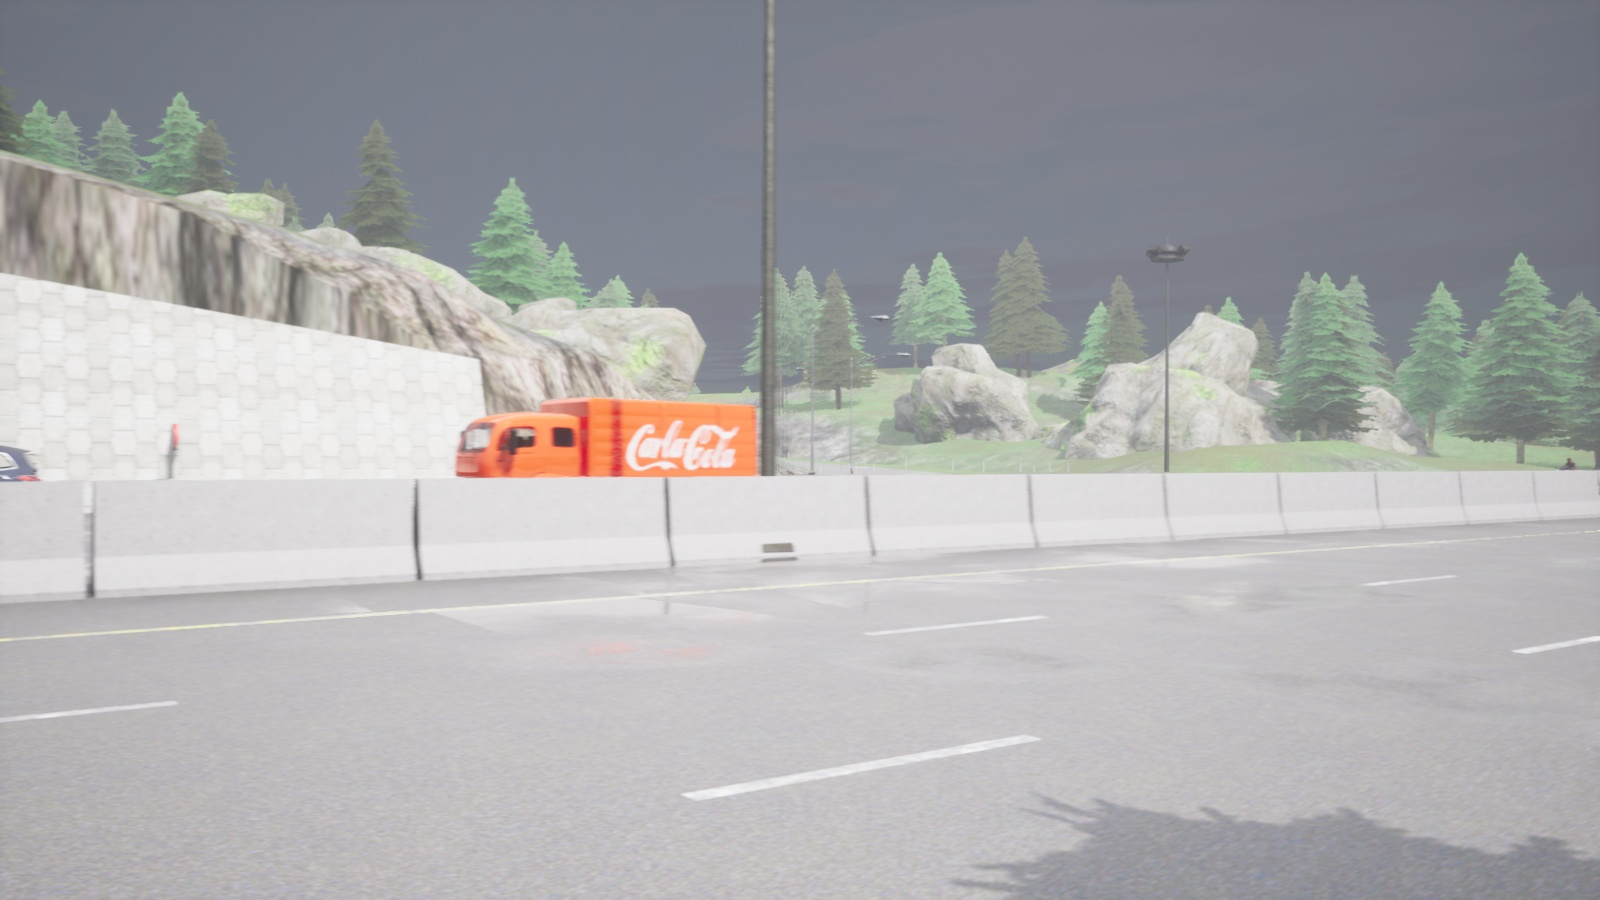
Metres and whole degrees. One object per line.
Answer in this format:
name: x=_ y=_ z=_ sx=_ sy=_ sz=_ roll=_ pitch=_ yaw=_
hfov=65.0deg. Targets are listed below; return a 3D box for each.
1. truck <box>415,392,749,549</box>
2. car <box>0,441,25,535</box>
truck: x=-3.819 y=0.347 z=22.323 sx=5.204 sy=2.467 sz=2.627 roll=0 pitch=0 yaw=-35
car: x=-16.407 y=0.676 z=22.090 sx=4.611 sy=1.667 sz=2.242 roll=0 pitch=0 yaw=-35
